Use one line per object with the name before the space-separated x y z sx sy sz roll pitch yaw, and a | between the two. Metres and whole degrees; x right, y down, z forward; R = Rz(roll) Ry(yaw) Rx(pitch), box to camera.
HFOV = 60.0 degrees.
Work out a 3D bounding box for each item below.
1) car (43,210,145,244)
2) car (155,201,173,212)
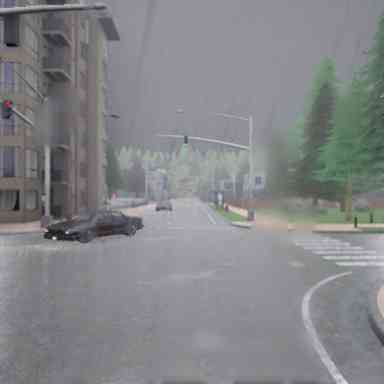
car | -4.654 1.650 16.838 2.033 1.411 5.357 0 0 31
car | -3.486 1.822 41.980 1.994 1.385 4.181 0 0 0
